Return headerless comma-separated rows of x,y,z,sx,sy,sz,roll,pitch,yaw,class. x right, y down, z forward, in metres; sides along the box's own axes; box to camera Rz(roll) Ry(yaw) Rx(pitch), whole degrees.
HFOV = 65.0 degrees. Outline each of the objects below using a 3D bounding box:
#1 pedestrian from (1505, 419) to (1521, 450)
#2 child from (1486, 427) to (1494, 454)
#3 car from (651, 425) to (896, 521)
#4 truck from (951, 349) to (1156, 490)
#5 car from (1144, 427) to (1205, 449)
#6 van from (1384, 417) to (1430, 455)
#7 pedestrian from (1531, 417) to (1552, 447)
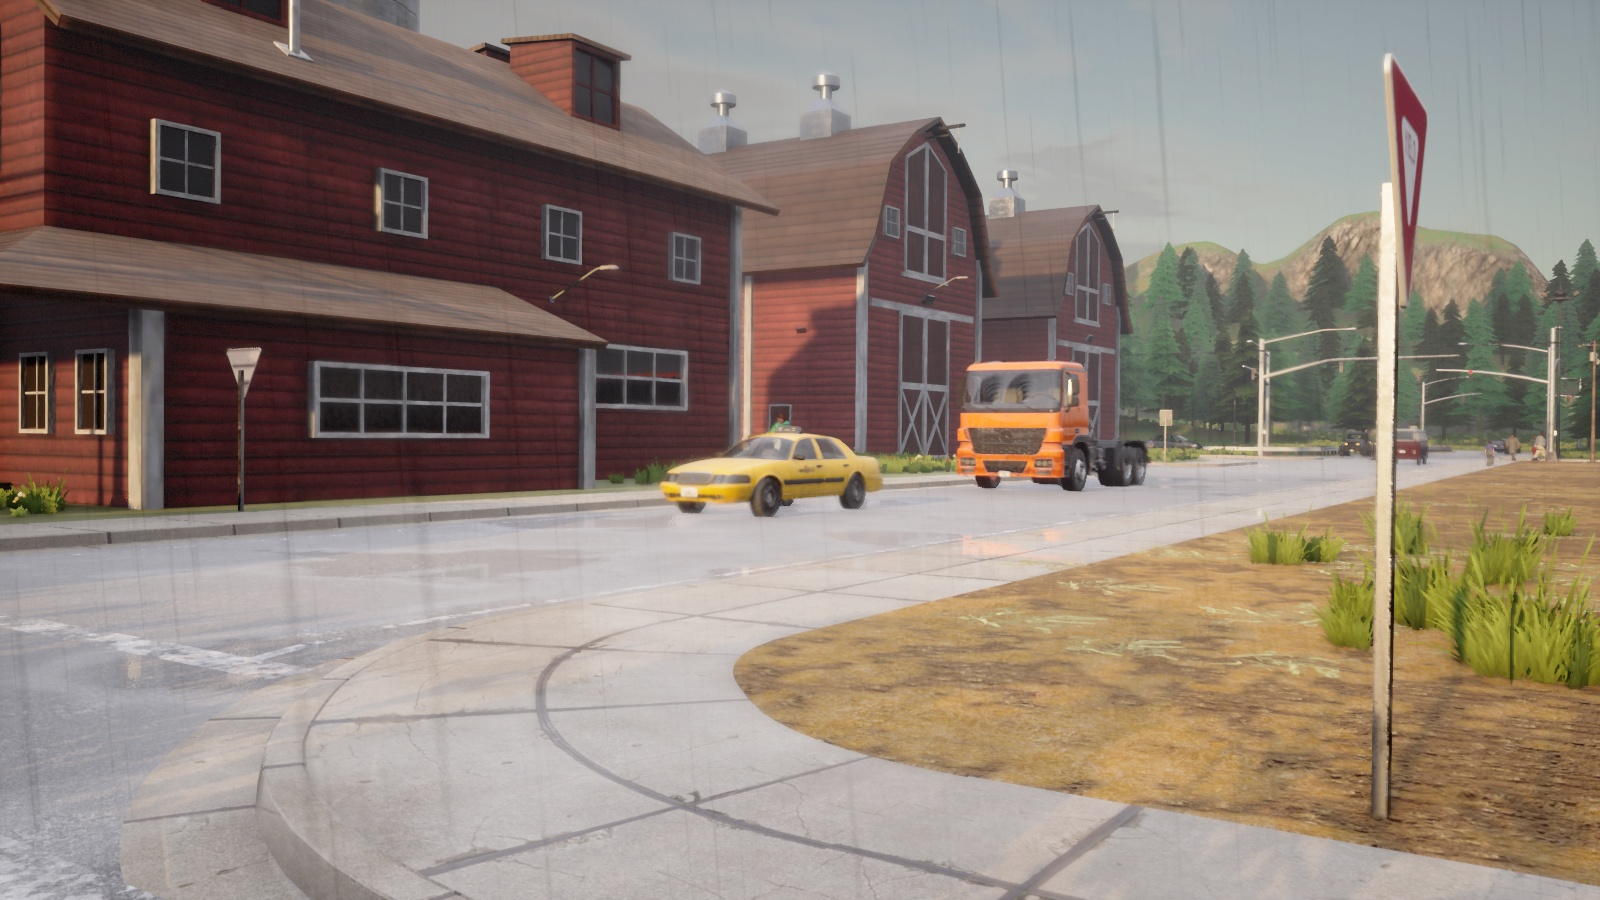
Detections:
45.165,-0.992,79.535,0.873,1.952,0.659,-1,1,-42,pedestrian
32.771,-0.464,59.642,0.270,1.263,0.437,0,1,39,child
-0.318,0.331,23.133,1.801,1.575,5.366,0,1,33,car
7.267,-0.820,34.936,2.891,3.462,7.936,0,1,33,truck
27.907,-0.900,93.524,3.988,1.617,1.851,0,1,34,car
33.529,-0.796,69.319,1.775,1.987,4.442,0,1,33,van
45.762,-1.096,77.512,0.874,1.855,0.900,-1,1,-42,pedestrian
